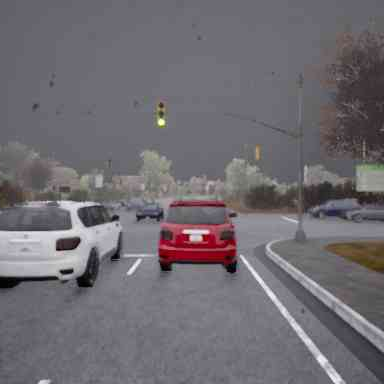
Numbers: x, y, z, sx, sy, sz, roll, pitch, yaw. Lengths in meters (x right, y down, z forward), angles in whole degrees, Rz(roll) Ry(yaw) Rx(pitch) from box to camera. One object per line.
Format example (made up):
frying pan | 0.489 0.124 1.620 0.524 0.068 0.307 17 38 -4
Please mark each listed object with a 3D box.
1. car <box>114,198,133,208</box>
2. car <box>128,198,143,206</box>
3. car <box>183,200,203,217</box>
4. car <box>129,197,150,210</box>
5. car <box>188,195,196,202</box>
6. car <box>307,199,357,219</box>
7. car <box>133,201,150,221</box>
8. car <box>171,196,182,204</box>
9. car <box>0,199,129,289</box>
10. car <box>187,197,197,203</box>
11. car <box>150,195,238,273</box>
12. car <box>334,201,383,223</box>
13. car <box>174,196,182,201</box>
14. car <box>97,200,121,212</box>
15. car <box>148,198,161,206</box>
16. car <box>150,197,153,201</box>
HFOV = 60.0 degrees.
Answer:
car | -10.544 1.722 51.673 1.994 1.385 4.181 0 0 1
car | -10.498 1.752 61.744 1.994 1.385 4.181 0 0 0
car | 0.101 1.628 33.509 1.812 1.442 4.674 0 0 0
car | -7.074 1.483 42.805 2.097 1.767 4.553 0 0 0
car | 0.048 1.613 84.773 2.097 1.767 4.553 0 0 1
car | 12.632 1.442 29.482 4.553 1.767 2.097 0 0 3
car | -3.400 1.686 27.758 1.895 1.301 4.718 0 0 0
car | -3.494 1.744 74.387 2.128 1.511 4.902 0 0 0
car | -3.433 1.251 9.419 2.150 2.045 5.566 0 0 -1
car | 0.007 1.780 74.917 1.994 1.385 4.181 0 0 0
car | 0.323 1.255 10.969 2.150 2.045 5.566 0 0 5
car | 13.777 1.642 25.911 4.181 1.385 1.994 0 0 3
car | -3.453 1.632 84.796 1.812 1.442 4.674 0 0 1
car | -10.606 1.732 42.866 1.895 1.301 4.718 0 0 1
car | -6.998 1.789 61.936 1.895 1.301 4.718 0 0 0
car | -7.053 1.510 51.689 2.097 1.767 4.553 0 0 0
